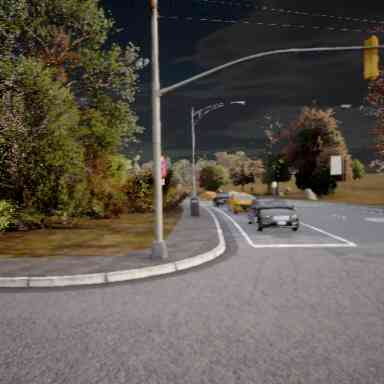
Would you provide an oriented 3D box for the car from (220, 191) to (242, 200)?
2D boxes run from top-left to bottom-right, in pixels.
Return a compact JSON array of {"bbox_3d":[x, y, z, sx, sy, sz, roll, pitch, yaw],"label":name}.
[{"bbox_3d":[6.628,0.597,57.009,1.812,1.442,4.674,-2,1,-17],"label":"car"}]

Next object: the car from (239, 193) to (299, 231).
[{"bbox_3d":[3.864,0.997,16.620,2.128,1.511,4.902,-1,1,1],"label":"car"}]

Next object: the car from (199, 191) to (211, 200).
[{"bbox_3d":[2.788,0.639,57.516,1.882,1.535,5.008,-2,0,-21],"label":"car"}]

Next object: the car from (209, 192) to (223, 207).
[{"bbox_3d":[3.411,0.858,36.078,1.994,1.385,4.181,-1,0,-5],"label":"car"}]

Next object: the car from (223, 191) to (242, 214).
[{"bbox_3d":[3.932,0.841,26.077,1.882,1.535,5.008,-1,1,-2],"label":"car"}]
